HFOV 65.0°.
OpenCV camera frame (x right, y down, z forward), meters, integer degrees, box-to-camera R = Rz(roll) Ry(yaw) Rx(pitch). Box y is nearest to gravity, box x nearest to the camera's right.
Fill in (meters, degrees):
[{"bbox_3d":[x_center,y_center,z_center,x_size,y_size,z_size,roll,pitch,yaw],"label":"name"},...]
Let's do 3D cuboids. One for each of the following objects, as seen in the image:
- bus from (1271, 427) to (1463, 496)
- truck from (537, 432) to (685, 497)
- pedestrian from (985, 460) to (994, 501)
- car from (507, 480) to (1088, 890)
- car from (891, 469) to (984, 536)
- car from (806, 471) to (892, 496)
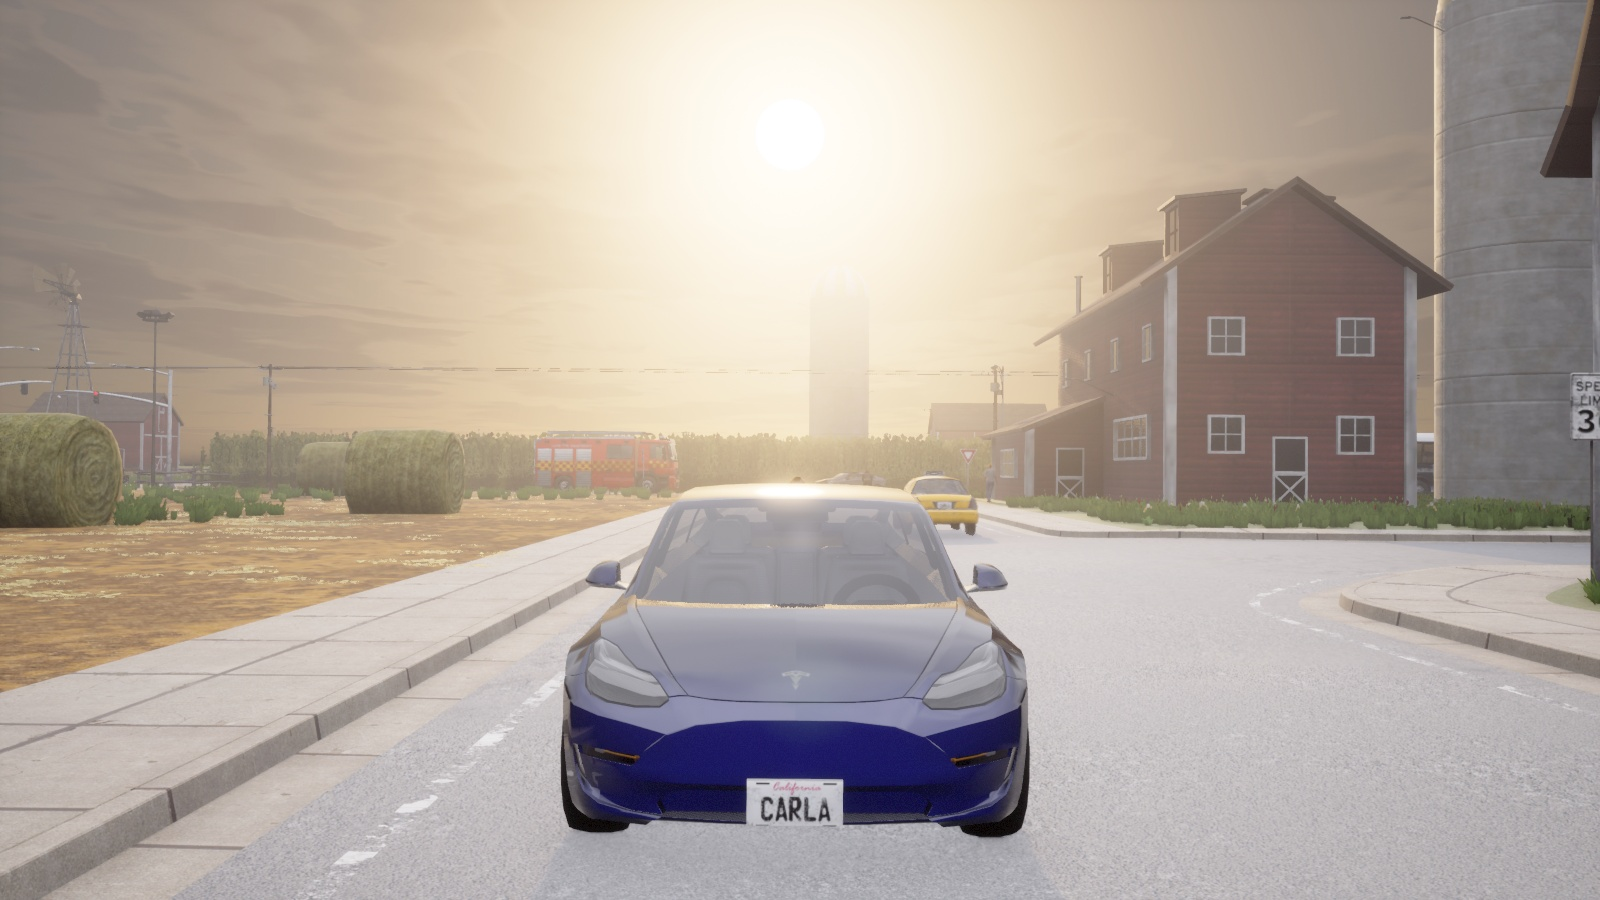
[{"bbox_3d":[35.499,0.745,78.951,10.273,4.253,3.944,0,-1,1],"label":"bus"},{"bbox_3d":[-11.361,0.889,76.039,8.468,3.827,2.891,0,-1,1],"label":"truck"},{"bbox_3d":[8.653,1.399,57.325,0.354,1.836,0.706,0,-1,2],"label":"pedestrian"},{"bbox_3d":[-0.012,0.931,7.078,2.163,1.488,4.792,0,-1,0],"label":"car"},{"bbox_3d":[3.424,1.274,32.200,1.801,1.575,5.366,0,-1,0],"label":"car"},{"bbox_3d":[3.051,2.033,77.392,4.902,1.511,2.128,1,-1,-30],"label":"car"}]
